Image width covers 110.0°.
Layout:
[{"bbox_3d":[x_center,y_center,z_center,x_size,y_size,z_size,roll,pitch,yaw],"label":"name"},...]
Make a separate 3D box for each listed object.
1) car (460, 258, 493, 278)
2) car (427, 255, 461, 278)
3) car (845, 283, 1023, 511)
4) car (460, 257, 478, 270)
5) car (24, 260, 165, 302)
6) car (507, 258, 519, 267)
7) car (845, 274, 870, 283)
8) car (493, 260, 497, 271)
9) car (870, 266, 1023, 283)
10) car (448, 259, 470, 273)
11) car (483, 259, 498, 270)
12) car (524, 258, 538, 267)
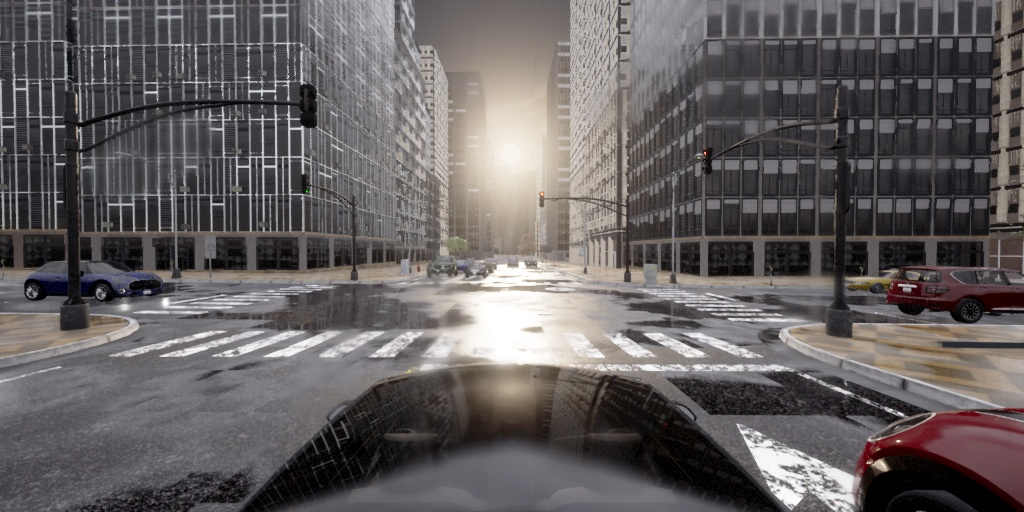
[{"bbox_3d":[-3.246,1.224,33.941,2.128,1.511,4.902,0,0,1],"label":"car"},{"bbox_3d":[-6.487,0.954,34.183,2.150,2.045,5.566,0,0,0],"label":"car"},{"bbox_3d":[3.253,1.103,0.410,2.097,1.767,4.553,0,0,0],"label":"car"},{"bbox_3d":[-6.423,1.065,53.816,2.097,1.767,4.553,0,0,0],"label":"car"},{"bbox_3d":[-18.151,0.971,15.742,4.553,1.767,2.097,1,1,3],"label":"car"},{"bbox_3d":[0.199,1.267,63.362,1.994,1.385,4.181,0,0,0],"label":"car"},{"bbox_3d":[21.862,1.409,20.791,4.829,1.417,1.751,0,0,1],"label":"car"},{"bbox_3d":[-3.218,1.325,43.222,1.895,1.301,4.718,0,0,0],"label":"car"},{"bbox_3d":[16.224,1.281,12.525,5.009,1.841,2.192,0,0,1],"label":"car"},{"bbox_3d":[-6.464,1.201,44.148,1.882,1.535,5.008,0,0,0],"label":"car"},{"bbox_3d":[-3.176,1.261,53.925,2.033,1.411,5.357,0,0,0],"label":"car"},{"bbox_3d":[3.449,1.303,63.380,1.895,1.301,4.718,0,0,0],"label":"car"}]
